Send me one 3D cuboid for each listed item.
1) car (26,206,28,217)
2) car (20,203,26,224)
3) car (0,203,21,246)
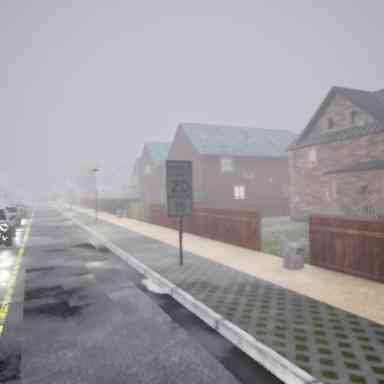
[{"bbox_3d":[-18.379,1.875,35.055,2.128,1.511,4.902,-1,0,-24],"label":"car"},{"bbox_3d":[-13.716,1.777,24.801,1.837,1.490,4.892,-1,0,-25],"label":"car"},{"bbox_3d":[-9.475,1.535,15.566,2.097,1.767,4.553,-1,0,-25],"label":"car"}]
